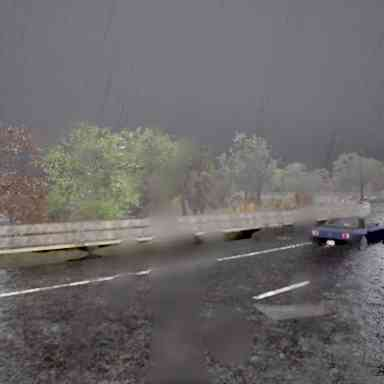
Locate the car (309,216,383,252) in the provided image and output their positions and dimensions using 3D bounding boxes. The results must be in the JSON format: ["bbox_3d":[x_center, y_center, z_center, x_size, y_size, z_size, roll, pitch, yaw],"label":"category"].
[{"bbox_3d":[7.080,1.716,14.578,4.718,1.301,1.895,1,0,-43],"label":"car"}]
